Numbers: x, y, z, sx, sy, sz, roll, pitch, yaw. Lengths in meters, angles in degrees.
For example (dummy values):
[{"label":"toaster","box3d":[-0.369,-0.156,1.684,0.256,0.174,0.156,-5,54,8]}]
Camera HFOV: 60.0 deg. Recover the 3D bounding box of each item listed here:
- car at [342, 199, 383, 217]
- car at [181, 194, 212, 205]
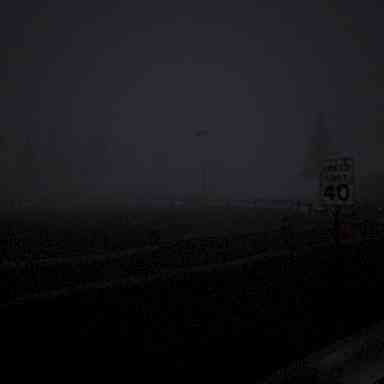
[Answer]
[{"label":"car","box3d":[14.093,1.221,26.620,1.895,1.301,4.718,-1,0,-8]},{"label":"car","box3d":[0.634,1.091,49.802,4.892,1.490,1.837,0,1,28]}]
